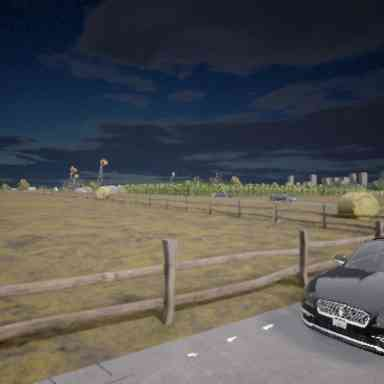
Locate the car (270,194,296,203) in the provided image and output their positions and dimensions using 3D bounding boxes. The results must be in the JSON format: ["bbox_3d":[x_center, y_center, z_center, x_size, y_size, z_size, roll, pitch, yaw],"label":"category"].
[{"bbox_3d":[15.793,1.056,57.825,2.128,1.511,4.902,2,0,-35],"label":"car"}]

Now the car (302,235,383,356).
[{"bbox_3d":[3.978,1.560,5.951,4.892,1.490,1.837,1,0,-36],"label":"car"}]

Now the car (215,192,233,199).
[{"bbox_3d":[6.768,0.677,70.617,1.994,1.385,4.181,2,0,-36],"label":"car"}]
